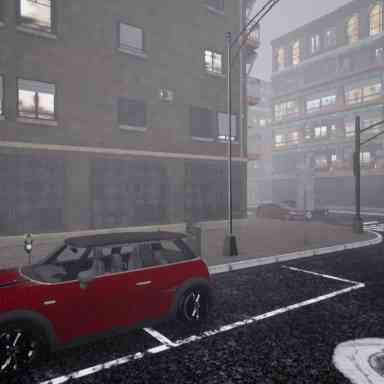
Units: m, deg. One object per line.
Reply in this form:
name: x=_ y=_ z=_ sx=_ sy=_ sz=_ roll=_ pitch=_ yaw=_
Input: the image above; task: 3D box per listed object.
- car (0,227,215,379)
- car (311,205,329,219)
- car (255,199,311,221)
car: x=-1.662 y=1.440 z=5.432 sx=4.097 sy=1.590 sz=1.967 roll=0 pitch=0 yaw=-35
car: x=8.918 y=1.348 z=27.726 sx=1.882 sy=1.535 sz=5.008 roll=-1 pitch=1 yaw=-35
car: x=6.831 y=1.473 z=26.206 sx=1.802 sy=1.307 sz=4.206 roll=0 pitch=0 yaw=-35
